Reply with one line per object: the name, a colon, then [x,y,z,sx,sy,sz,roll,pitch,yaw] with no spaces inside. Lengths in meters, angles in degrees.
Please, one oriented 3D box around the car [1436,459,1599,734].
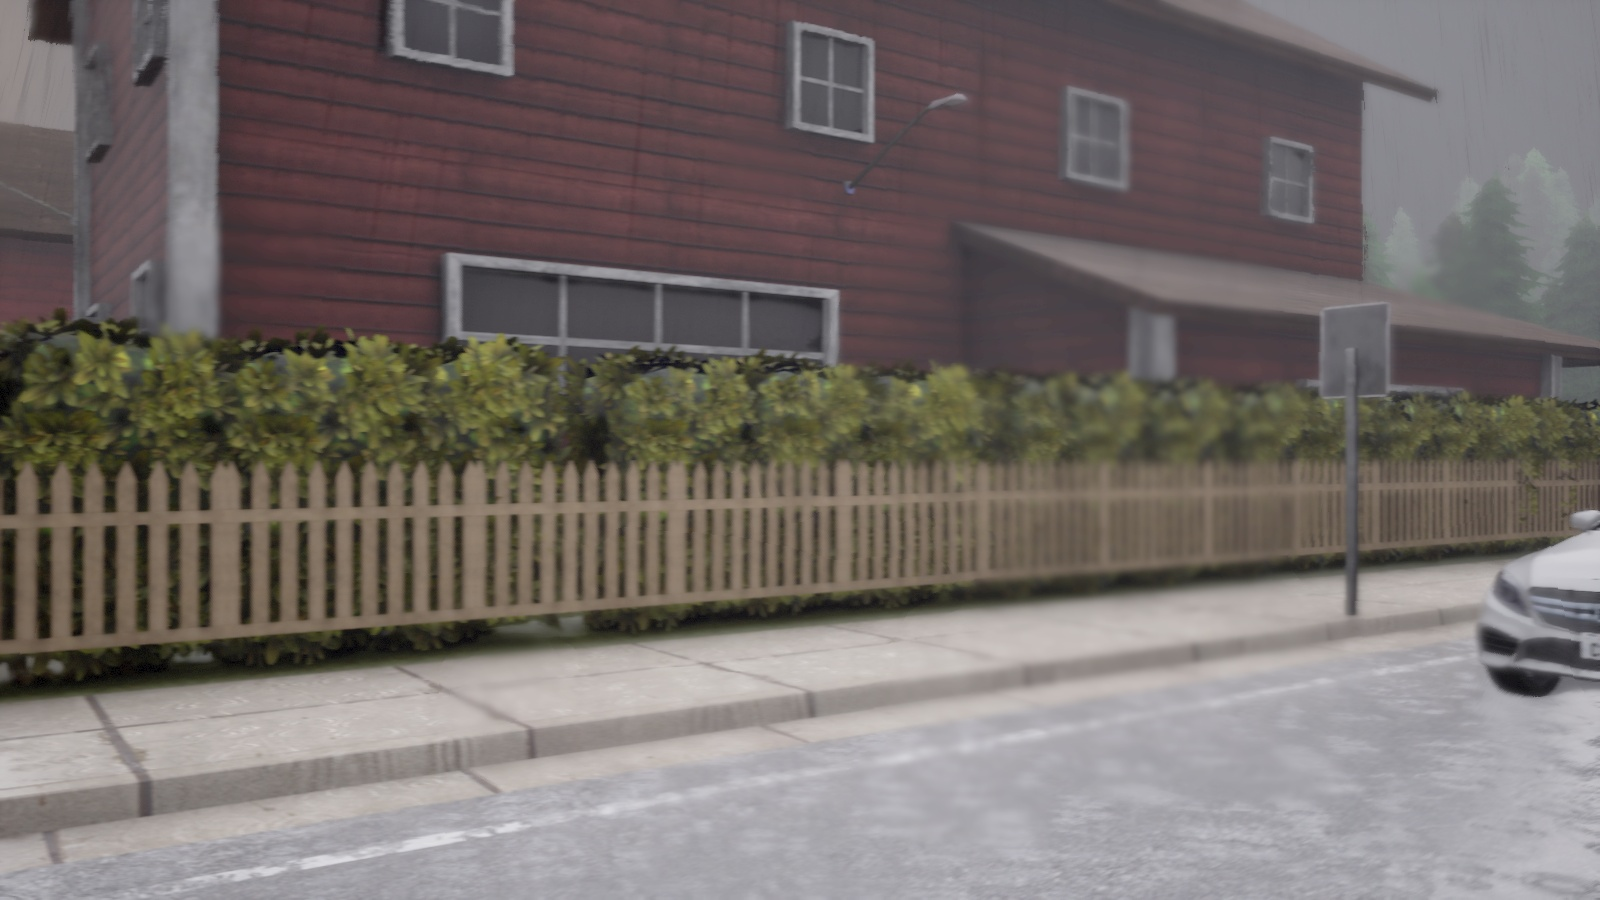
car: [6.161,0.776,7.947,4.674,1.442,1.812,0,0,-35]
